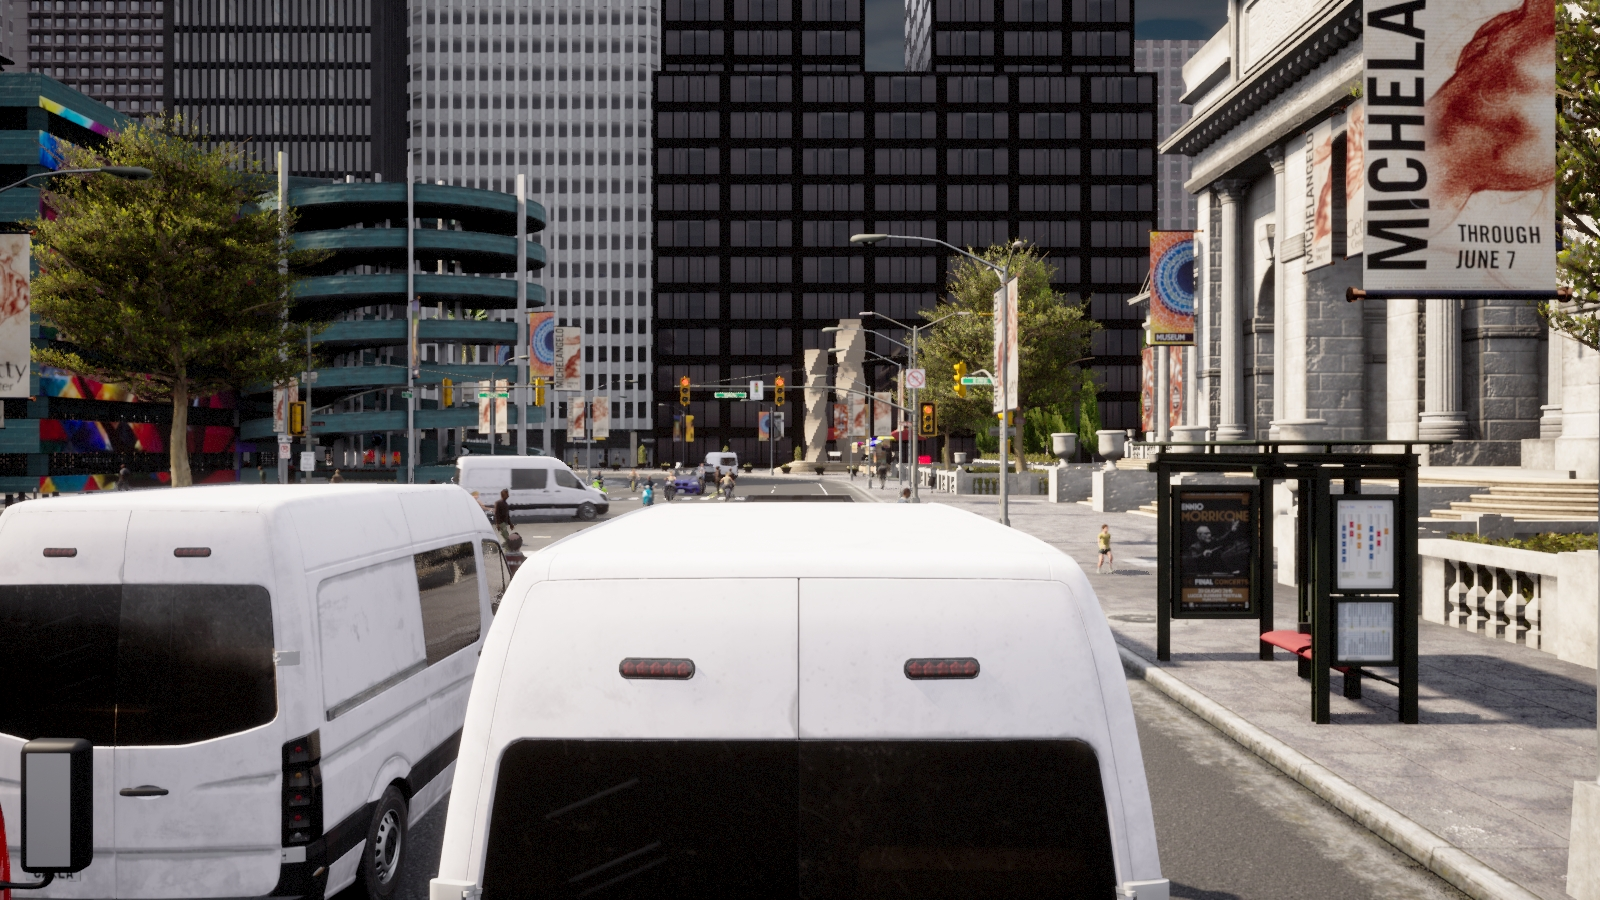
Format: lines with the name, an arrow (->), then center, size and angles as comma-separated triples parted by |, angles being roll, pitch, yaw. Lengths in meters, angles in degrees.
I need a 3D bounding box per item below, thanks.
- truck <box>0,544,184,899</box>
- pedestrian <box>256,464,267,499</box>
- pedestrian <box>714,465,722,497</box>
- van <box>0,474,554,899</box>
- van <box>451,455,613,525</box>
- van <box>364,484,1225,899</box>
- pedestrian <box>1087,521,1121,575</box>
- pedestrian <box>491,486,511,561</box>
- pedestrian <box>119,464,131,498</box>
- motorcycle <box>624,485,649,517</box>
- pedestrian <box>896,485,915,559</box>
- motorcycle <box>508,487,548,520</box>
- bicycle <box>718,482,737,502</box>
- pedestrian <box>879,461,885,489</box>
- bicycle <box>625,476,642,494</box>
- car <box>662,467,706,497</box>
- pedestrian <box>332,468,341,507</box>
truck -> -3.506, 1.567, 1.456 | 2.627, 2.467, 5.204 | 0, 0, 0
pedestrian -> -28.657, 1.673, 60.787 | 0.375, 1.860, 0.375 | 0, 0, 8
pedestrian -> -4.832, 1.823, 67.002 | 0.375, 1.860, 0.375 | 0, 0, 13
van -> -3.517, 1.531, 8.781 | 1.988, 2.561, 5.915 | 0, 0, 0
van -> -10.495, 1.518, 44.818 | 5.915, 2.561, 1.988 | 0, 1, -23
van -> -0.014, 1.532, 5.596 | 1.988, 2.561, 5.915 | 0, 0, 0
pedestrian -> 6.424, 2.067, 24.166 | 0.500, 1.100, 0.500 | 0, 0, -15
pedestrian -> -7.509, 1.838, 28.664 | 0.375, 1.860, 0.375 | 0, 0, 7
pedestrian -> -36.502, 1.673, 61.793 | 0.375, 1.860, 0.375 | 0, 0, 6
motorcycle -> -6.969, 2.151, 48.763 | 0.764, 1.277, 2.356 | 0, 0, 0
pedestrian -> 2.699, 1.837, 29.163 | 0.375, 1.860, 0.375 | 0, 0, -13
motorcycle -> -11.034, 2.164, 46.394 | 0.856, 1.236, 1.805 | 0, 0, 12
bicycle -> -3.890, 2.234, 61.253 | 0.859, 1.080, 1.487 | 0, -1, 3
pedestrian -> 5.430, 1.669, 75.405 | 0.375, 1.860, 0.375 | 0, 0, 4
bicycle -> -10.616, 2.229, 72.841 | 0.859, 1.080, 1.487 | 0, 0, 0
car -> -7.086, 1.941, 70.331 | 2.242, 1.667, 4.611 | 0, 0, 0
pedestrian -> -22.399, 1.828, 55.232 | 0.375, 1.860, 0.375 | 0, 0, -21
